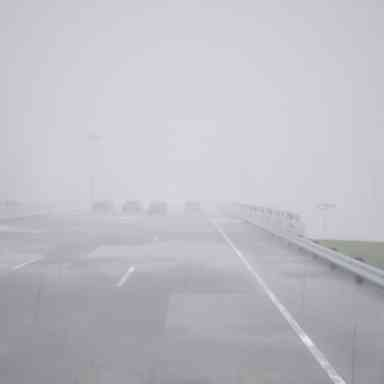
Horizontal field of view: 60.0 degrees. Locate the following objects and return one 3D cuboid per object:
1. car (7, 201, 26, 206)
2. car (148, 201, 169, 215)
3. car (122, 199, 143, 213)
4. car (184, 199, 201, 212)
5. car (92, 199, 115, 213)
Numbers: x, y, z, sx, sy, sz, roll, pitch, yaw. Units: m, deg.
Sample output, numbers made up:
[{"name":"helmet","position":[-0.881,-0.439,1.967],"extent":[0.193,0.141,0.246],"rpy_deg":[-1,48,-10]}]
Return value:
[{"name":"car","position":[-21.152,1.713,38.423],"extent":[1.895,1.301,4.718],"rpy_deg":[0,0,0]},{"name":"car","position":[-3.462,1.635,34.594],"extent":[2.033,1.411,5.357],"rpy_deg":[0,0,0]},{"name":"car","position":[-6.967,1.618,39.432],"extent":[2.128,1.511,4.902],"rpy_deg":[0,0,0]},{"name":"car","position":[0.032,1.616,40.289],"extent":[1.882,1.535,5.008],"rpy_deg":[0,-1,0]},{"name":"car","position":[-10.467,1.631,39.496],"extent":[1.837,1.490,4.892],"rpy_deg":[0,-1,0]}]
